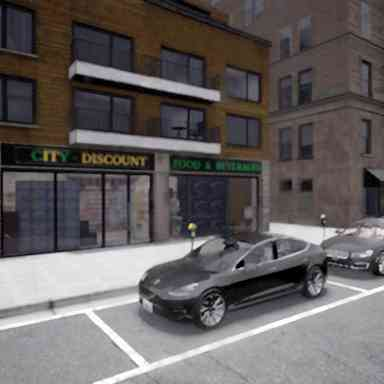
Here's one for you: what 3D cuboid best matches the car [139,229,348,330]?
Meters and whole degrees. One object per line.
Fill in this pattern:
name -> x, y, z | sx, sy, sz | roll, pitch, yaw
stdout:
car -> 1.039, 1.546, 6.872 | 4.313, 1.339, 1.947 | 0, 0, -35

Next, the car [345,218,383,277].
car -> 5.576, 1.507, 10.013 | 4.403, 1.369, 2.008 | 0, 0, -35
